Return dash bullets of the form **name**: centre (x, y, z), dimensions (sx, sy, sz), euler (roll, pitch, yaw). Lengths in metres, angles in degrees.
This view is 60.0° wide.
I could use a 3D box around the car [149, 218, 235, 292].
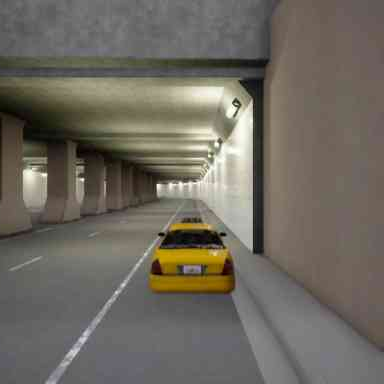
- **car**: centre (0.005, 1.447, 8.840), dimensions (1.801, 1.575, 5.366), euler (0, 0, 0)
